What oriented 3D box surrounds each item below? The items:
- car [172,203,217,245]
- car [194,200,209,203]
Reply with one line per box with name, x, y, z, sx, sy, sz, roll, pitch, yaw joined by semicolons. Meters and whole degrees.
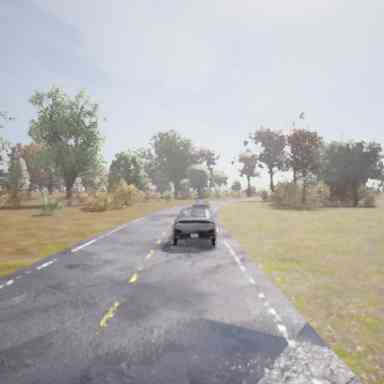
car;0.112;1.490;15.435;2.128;1.511;4.902;0;0;0
car;1.076;1.542;36.842;2.033;1.411;5.357;0;0;5
